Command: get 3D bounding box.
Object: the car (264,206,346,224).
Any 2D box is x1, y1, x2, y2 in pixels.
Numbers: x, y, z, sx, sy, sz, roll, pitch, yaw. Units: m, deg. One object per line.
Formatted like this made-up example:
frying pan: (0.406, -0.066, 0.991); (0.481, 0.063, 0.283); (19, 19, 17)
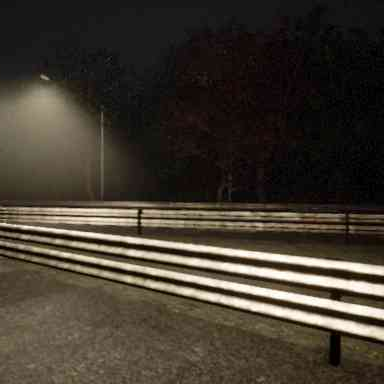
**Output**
car: (6.754, 1.562, 20.036); (4.792, 1.488, 2.163); (0, 0, 18)
